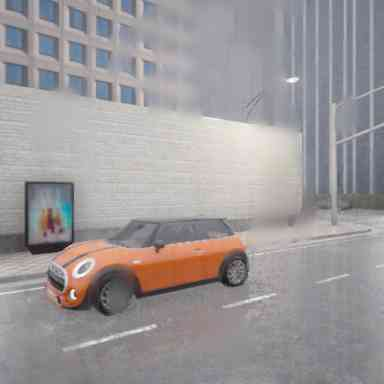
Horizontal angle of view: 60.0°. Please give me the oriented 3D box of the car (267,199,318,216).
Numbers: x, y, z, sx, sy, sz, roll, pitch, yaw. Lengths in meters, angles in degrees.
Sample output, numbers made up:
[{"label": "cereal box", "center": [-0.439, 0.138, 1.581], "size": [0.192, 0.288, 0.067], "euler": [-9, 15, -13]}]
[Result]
[{"label": "car", "center": [10.417, 1.547, 34.837], "size": [2.128, 1.511, 4.902], "euler": [0, 0, -36]}]

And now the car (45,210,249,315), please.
[{"label": "car", "center": [-0.861, 1.352, 7.675], "size": [4.553, 1.767, 2.097], "euler": [0, 0, -36]}]

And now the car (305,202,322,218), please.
[{"label": "car", "center": [9.037, 1.533, 30.751], "size": [1.882, 1.535, 5.008], "euler": [0, 0, -36]}]

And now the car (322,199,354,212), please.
[{"label": "car", "center": [16.416, 1.547, 39.027], "size": [2.128, 1.511, 4.902], "euler": [0, 0, -37]}]
